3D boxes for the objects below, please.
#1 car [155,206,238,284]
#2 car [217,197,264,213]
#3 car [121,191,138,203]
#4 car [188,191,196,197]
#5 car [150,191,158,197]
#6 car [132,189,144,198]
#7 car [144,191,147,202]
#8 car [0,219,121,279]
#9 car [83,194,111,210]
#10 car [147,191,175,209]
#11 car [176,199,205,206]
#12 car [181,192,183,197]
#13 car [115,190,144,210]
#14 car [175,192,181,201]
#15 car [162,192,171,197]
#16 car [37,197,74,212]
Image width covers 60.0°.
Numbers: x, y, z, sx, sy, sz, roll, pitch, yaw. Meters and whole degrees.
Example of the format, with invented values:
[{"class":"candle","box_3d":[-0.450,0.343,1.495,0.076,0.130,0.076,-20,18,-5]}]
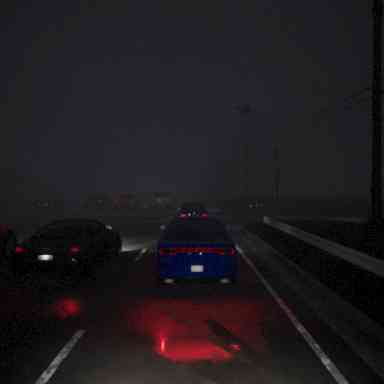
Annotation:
[{"class":"car","box_3d":[0.099,1.386,9.294,1.882,1.535,5.008,0,1,0]},{"class":"car","box_3d":[4.543,1.234,32.207,2.033,1.411,5.357,0,1,-32]},{"class":"car","box_3d":[-10.403,0.811,55.669,2.097,1.767,4.553,0,0,0]},{"class":"car","box_3d":[-0.002,0.746,86.857,1.895,1.301,4.718,0,1,0]},{"class":"car","box_3d":[-10.502,0.607,91.964,1.837,1.490,4.892,0,1,0]},{"class":"car","box_3d":[-14.002,0.369,86.436,2.150,2.045,5.566,0,1,0]},{"class":"car","box_3d":[-6.914,0.970,57.238,1.812,1.442,4.674,0,1,0]},{"class":"car","box_3d":[-3.401,1.468,9.732,1.994,1.385,4.181,0,1,0]},{"class":"car","box_3d":[-10.401,0.993,36.837,2.097,1.767,4.553,0,0,0]},{"class":"car","box_3d":[-3.401,0.857,37.663,2.150,2.045,5.566,0,1,0]},{"class":"car","box_3d":[0.102,1.342,21.064,2.033,1.411,5.357,0,1,0]},{"class":"car","box_3d":[-3.502,0.611,94.186,1.812,1.442,4.674,0,1,0]},{"class":"car","box_3d":[-6.900,0.998,36.413,2.097,1.767,4.553,0,1,0]},{"class":"car","box_3d":[-3.402,1.011,57.021,1.994,1.385,4.181,0,1,0]},{"class":"car","box_3d":[-7.002,0.659,92.209,1.994,1.385,4.181,0,1,0]},{"class":"car","box_3d":[-13.901,1.215,34.196,2.033,1.411,5.357,0,1,0]}]
